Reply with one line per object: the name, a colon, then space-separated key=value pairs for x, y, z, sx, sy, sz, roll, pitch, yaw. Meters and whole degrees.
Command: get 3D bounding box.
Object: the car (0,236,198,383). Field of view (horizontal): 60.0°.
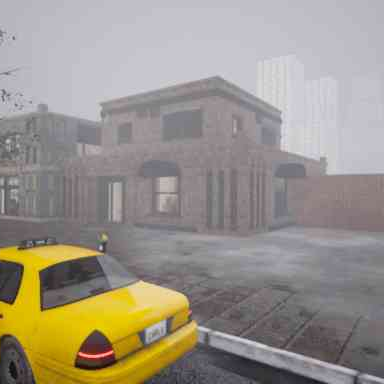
car: x=-2.468 y=1.449 z=5.007 sx=5.366 sy=1.575 sz=1.801 roll=0 pitch=0 yaw=35
